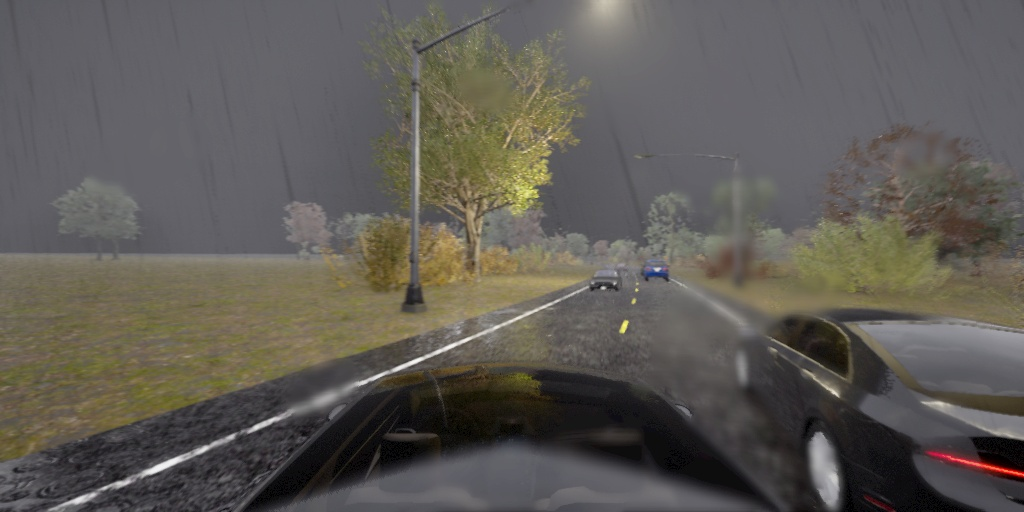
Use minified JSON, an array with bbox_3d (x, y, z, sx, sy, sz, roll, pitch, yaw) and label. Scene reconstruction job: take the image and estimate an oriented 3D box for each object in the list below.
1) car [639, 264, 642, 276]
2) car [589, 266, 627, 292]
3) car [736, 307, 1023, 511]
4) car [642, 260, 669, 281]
[{"bbox_3d":[17.896,1.568,46.643,2.150,2.045,5.566,0,-1,18],"label":"car"},{"bbox_3d":[6.476,1.601,24.380,2.033,1.411,5.357,0,-1,20],"label":"car"},{"bbox_3d":[3.804,1.301,3.778,1.837,1.490,4.892,0,-1,22],"label":"car"},{"bbox_3d":[14.534,1.444,36.236,2.150,2.045,5.566,0,0,19],"label":"car"}]
